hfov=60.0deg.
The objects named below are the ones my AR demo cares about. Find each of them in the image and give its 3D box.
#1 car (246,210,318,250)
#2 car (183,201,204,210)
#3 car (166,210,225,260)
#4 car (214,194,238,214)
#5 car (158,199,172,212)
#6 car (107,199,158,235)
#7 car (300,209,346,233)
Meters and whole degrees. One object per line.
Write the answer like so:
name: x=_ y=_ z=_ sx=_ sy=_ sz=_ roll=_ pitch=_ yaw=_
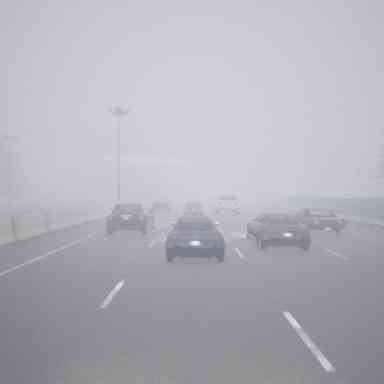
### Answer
car: x=3.603 y=1.579 z=14.497 sx=1.994 sy=1.385 sz=4.181 roll=0 pitch=0 yaw=0
car: x=0.107 y=1.581 z=30.788 sx=2.033 sy=1.411 sz=5.357 roll=0 pitch=0 yaw=0
car: x=0.103 y=1.577 z=12.438 sx=1.994 sy=1.385 sz=4.181 roll=0 pitch=0 yaw=0
car: x=3.607 y=1.258 z=35.738 sx=2.150 sy=2.045 sz=5.566 roll=0 pitch=0 yaw=0
car: x=-3.390 y=1.520 z=37.919 sx=1.882 sy=1.535 sz=5.008 roll=0 pitch=0 yaw=0
car: x=-3.395 y=1.373 z=19.174 sx=2.097 sy=1.767 sz=4.553 roll=0 pitch=0 yaw=0
car: x=7.105 y=1.620 z=19.593 sx=1.895 sy=1.301 sz=4.718 roll=0 pitch=0 yaw=0
